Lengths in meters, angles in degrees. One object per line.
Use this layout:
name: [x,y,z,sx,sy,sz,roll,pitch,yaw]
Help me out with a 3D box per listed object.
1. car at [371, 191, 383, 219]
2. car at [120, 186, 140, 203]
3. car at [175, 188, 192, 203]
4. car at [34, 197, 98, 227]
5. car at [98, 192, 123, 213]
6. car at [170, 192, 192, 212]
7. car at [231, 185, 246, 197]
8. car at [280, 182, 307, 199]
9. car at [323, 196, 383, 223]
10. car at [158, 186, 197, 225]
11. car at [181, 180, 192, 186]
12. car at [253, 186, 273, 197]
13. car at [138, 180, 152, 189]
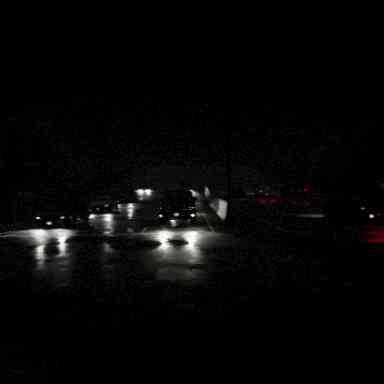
car: [13.318,0.824,20.546,2.097,1.767,4.553,-1,1,0]
car: [-7.998,0.434,40.838,1.837,1.490,4.892,-1,5,0]
car: [-1.000,0.370,41.313,1.994,1.385,4.181,-1,5,0]
car: [-7.875,1.282,20.971,2.033,1.411,5.357,-1,1,0]
car: [-7.934,1.060,30.246,1.812,1.442,4.674,-1,2,0]
car: [-0.942,0.886,31.268,1.882,1.535,5.008,-1,2,0]
car: [6.163,-0.211,45.784,1.882,1.535,5.008,-1,6,0]
car: [13.167,-0.331,43.461,2.150,2.045,5.566,-1,5,0]
car: [9.819,1.019,20.644,1.837,1.490,4.892,-1,1,0]
car: [-0.878,0.856,21.417,2.150,2.045,5.566,-1,1,0]
car: [-0.978,-1.392,57.072,1.895,1.301,4.718,-1,8,0]
car: [9.652,-0.160,45.325,1.812,1.442,4.674,-1,6,0]
car: [-7.978,-1.305,56.962,1.994,1.385,4.181,-1,8,0]
